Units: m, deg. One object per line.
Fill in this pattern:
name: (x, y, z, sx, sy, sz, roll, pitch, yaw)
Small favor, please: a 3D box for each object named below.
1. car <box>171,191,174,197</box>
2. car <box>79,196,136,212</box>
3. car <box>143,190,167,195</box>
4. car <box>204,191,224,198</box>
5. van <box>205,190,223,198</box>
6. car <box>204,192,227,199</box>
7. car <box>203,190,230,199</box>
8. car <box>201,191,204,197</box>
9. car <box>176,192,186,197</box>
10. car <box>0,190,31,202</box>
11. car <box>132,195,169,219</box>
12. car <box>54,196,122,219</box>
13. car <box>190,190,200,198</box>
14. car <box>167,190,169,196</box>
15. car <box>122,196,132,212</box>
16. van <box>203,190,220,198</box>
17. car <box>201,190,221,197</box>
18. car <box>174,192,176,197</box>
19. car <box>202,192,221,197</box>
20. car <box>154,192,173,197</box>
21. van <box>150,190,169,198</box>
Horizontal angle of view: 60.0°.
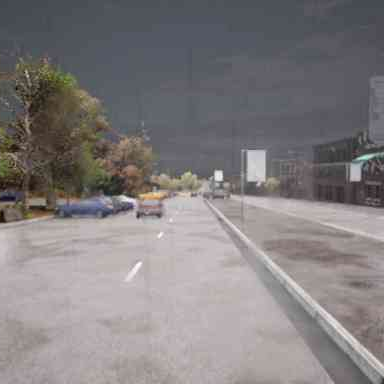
car: (-7.755, 0.770, 86.110, 4.674, 1.452, 2.002, 0, 0, 0)
car: (-8.124, 1.137, 32.203, 5.008, 1.535, 2.097, 0, 1, 0)
car: (-7.892, 0.810, 63.834, 5.008, 1.535, 2.097, 0, 1, 0)
car: (5.323, 0.615, 80.518, 4.553, 1.767, 2.185, 0, 0, 0)
van: (5.424, 0.512, 83.321, 4.442, 1.987, 1.878, 0, 0, 0)
car: (5.251, 0.754, 74.912, 4.892, 1.521, 2.231, 0, 0, 0)
car: (5.208, 0.797, 66.508, 4.892, 1.521, 2.231, 0, 0, 0)
car: (5.192, 0.527, 69.307, 5.566, 2.045, 2.435, 0, 0, 0)
car: (-2.636, 0.707, 93.288, 1.882, 1.535, 5.008, 0, 0, 0)
car: (-26.318, 0.461, 48.789, 4.553, 1.767, 2.097, 1, 3, 0)
car: (-3.172, 1.248, 26.208, 1.812, 1.442, 4.674, 0, 1, 1)
car: (-8.161, 1.246, 25.654, 4.674, 1.452, 2.002, 0, 1, 0)
car: (0.596, 0.711, 89.582, 1.882, 1.535, 5.008, 0, 0, 0)
car: (-7.864, 0.772, 69.402, 5.008, 1.535, 2.097, 0, 0, 0)
car: (-8.135, 1.173, 28.929, 4.892, 1.521, 2.231, 0, 1, 0)
van: (5.221, 0.507, 88.929, 4.442, 1.987, 1.878, 0, 0, 0)
car: (5.336, 0.476, 94.536, 5.566, 2.045, 2.435, 0, 0, 0)
car: (-7.558, 0.724, 88.894, 5.366, 1.575, 1.946, 0, 0, 0)
car: (5.356, 0.730, 91.732, 5.008, 1.535, 2.097, 0, 0, 0)
car: (-7.723, 0.725, 91.681, 5.008, 1.535, 2.097, 0, 0, 0)
van: (-7.904, 0.509, 80.538, 4.442, 1.987, 1.878, 0, 0, 0)
